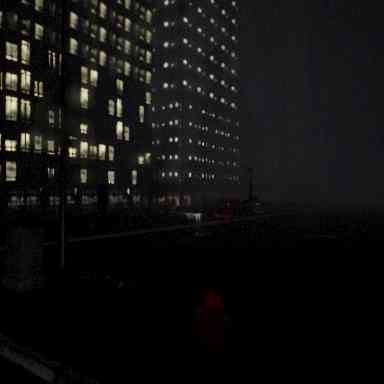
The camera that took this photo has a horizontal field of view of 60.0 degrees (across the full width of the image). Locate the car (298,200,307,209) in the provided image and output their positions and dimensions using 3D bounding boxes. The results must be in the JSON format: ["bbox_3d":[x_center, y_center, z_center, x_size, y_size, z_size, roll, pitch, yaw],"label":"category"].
[{"bbox_3d":[19.028,2.427,60.982,1.802,1.307,4.206,0,-1,35],"label":"car"}]

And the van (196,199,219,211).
[{"bbox_3d":[2.495,1.934,51.866,1.690,1.788,3.998,0,-1,35],"label":"van"}]

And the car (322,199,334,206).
[{"bbox_3d":[32.357,2.553,80.742,1.882,1.535,5.008,1,0,35],"label":"car"}]

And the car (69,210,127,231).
[{"bbox_3d":[-6.609,1.946,23.833,2.008,1.369,4.403,0,-1,35],"label":"car"}]

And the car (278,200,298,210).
[{"bbox_3d":[15.811,2.355,56.347,1.947,1.339,4.313,0,-1,35],"label":"car"}]

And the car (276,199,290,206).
[{"bbox_3d":[21.798,2.492,79.665,1.947,1.339,4.313,0,-1,35],"label":"car"}]

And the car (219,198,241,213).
[{"bbox_3d":[5.657,1.847,46.361,2.150,2.045,5.566,1,0,35],"label":"car"}]

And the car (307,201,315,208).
[{"bbox_3d":[22.247,2.340,65.618,1.967,1.590,4.097,0,-1,35],"label":"car"}]

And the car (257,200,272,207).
[{"bbox_3d":[15.364,2.397,70.398,1.802,1.307,4.206,0,-1,35],"label":"car"}]

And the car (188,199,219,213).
[{"bbox_3d":[1.322,2.087,45.574,1.812,1.442,4.674,1,0,35],"label":"car"}]

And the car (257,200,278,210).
[{"bbox_3d":[11.953,2.225,55.494,2.128,1.511,4.902,1,0,35],"label":"car"}]

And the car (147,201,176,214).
[{"bbox_3d":[-3.939,1.920,42.597,1.967,1.590,4.097,0,-1,35],"label":"car"}]

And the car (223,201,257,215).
[{"bbox_3d":[6.156,2.187,42.443,1.947,1.339,4.313,0,-1,35],"label":"car"}]

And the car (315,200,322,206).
[{"bbox_3d":[25.464,2.522,70.252,1.947,1.339,4.313,0,-1,35],"label":"car"}]
